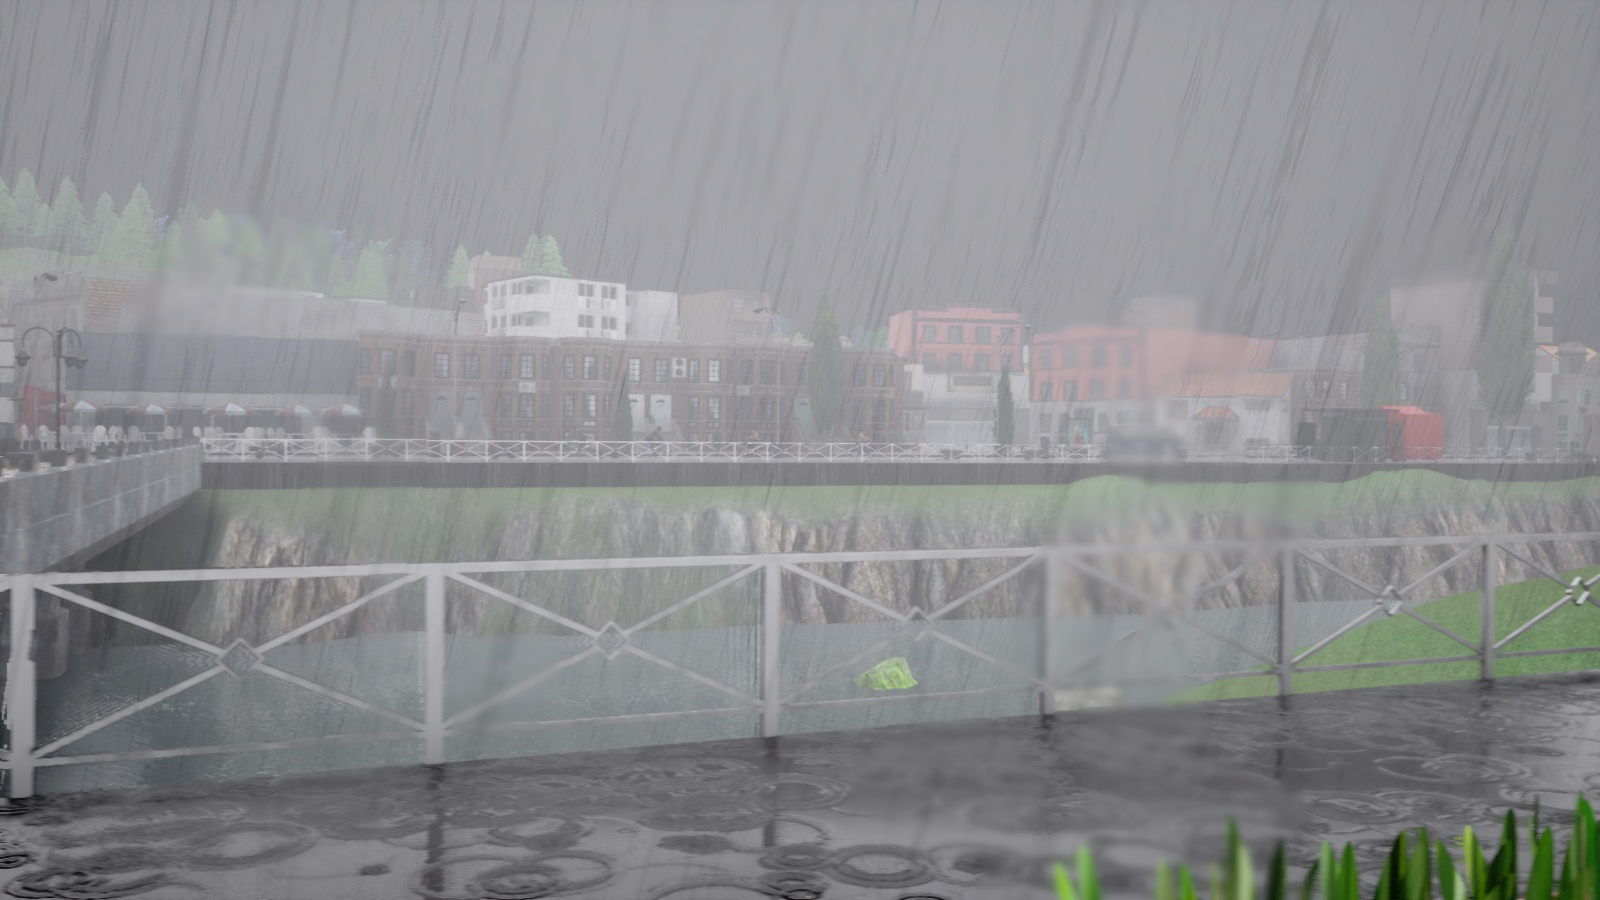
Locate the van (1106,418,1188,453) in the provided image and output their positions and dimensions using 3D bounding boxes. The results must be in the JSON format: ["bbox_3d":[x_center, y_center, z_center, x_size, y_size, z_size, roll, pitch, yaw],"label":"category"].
[{"bbox_3d":[20.214,-0.858,73.157,4.442,1.987,1.775,-1,1,-21],"label":"van"}]
